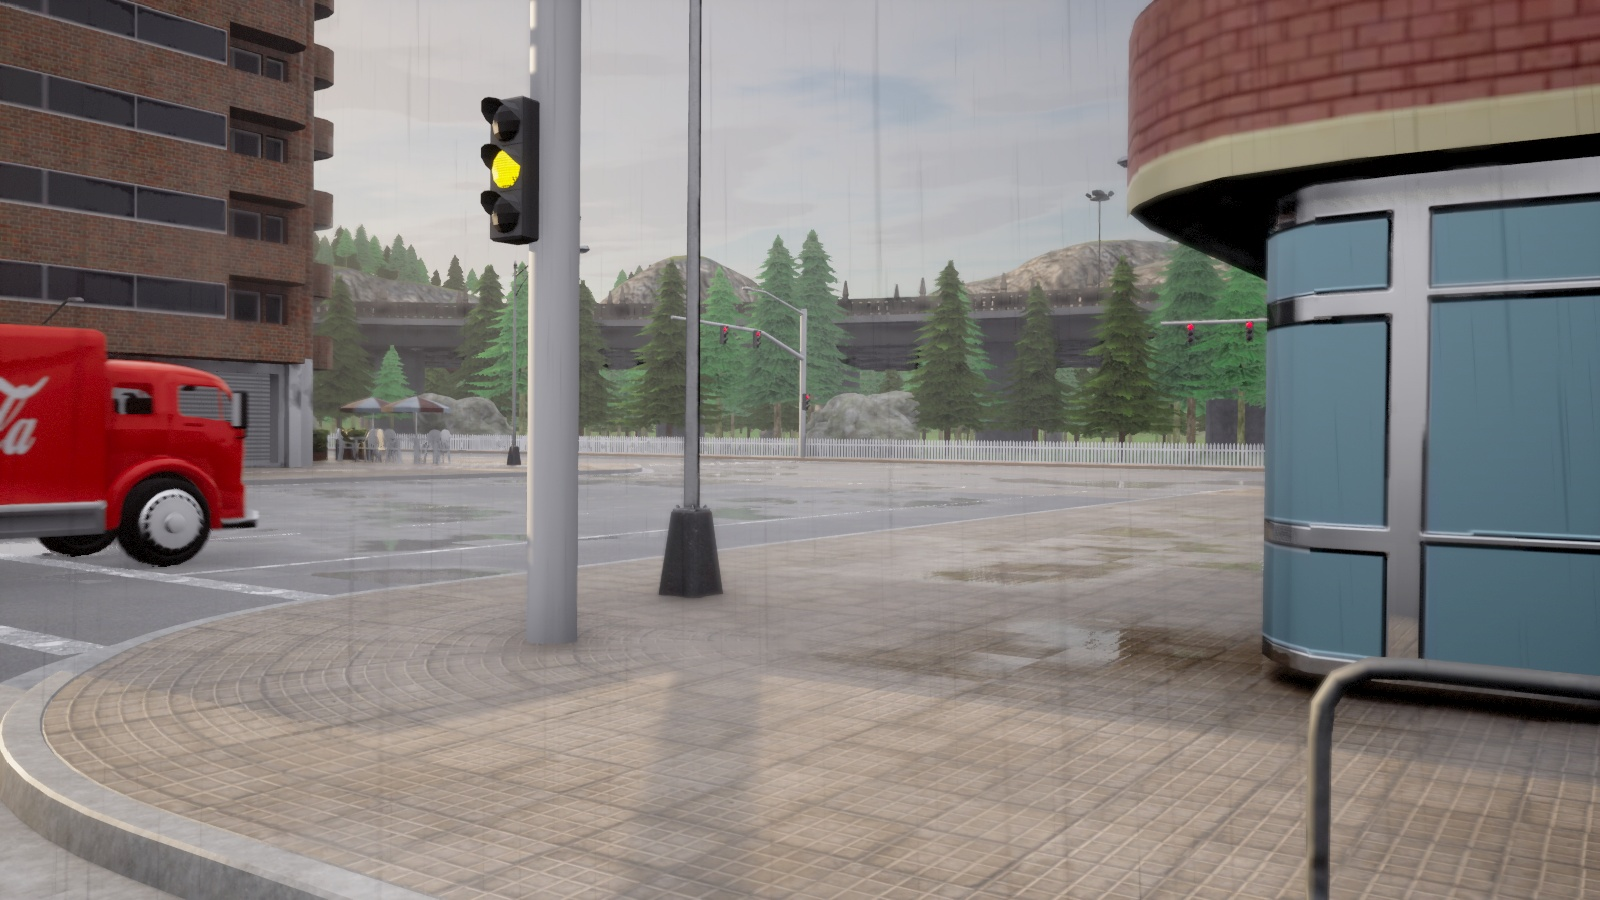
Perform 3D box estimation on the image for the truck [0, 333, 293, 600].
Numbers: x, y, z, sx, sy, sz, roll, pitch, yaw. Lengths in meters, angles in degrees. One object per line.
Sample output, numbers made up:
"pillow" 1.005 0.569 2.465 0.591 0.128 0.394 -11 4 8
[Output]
"truck" -8.252 0.146 12.660 2.627 2.467 5.204 0 1 34
